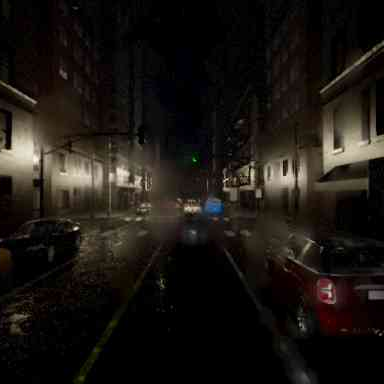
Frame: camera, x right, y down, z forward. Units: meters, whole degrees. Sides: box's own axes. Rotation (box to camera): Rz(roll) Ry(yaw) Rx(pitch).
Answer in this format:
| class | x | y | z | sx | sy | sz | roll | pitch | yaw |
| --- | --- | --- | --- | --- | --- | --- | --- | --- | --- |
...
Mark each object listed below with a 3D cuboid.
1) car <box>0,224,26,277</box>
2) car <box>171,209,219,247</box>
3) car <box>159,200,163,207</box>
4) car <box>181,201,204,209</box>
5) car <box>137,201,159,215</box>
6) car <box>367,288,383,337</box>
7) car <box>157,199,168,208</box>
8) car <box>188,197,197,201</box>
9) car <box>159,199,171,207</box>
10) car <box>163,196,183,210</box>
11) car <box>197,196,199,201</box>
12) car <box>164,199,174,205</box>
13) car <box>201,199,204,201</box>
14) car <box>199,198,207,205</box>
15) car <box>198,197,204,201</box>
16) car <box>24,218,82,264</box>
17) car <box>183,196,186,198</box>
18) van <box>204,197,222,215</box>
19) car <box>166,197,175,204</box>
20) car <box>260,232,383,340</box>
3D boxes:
| class | x | y | z | sx | sy | sz | roll | pitch | yaw |
| --- | --- | --- | --- | --- | --- | --- | --- | --- | --- |
| car | -5.391 | 1.591 | 6.471 | 1.752 | 1.417 | 4.829 | 0 | -1 | 0 |
| car | 0.076 | 1.717 | 15.868 | 1.994 | 1.385 | 4.181 | 0 | 0 | 0 |
| car | -5.418 | 1.977 | 44.920 | 1.887 | 1.381 | 4.507 | 0 | -1 | 0 |
| car | 0.075 | 1.954 | 36.928 | 1.895 | 1.301 | 4.718 | 0 | -1 | 0 |
| car | -5.414 | 1.929 | 39.239 | 2.008 | 1.369 | 4.403 | 0 | -1 | 0 |
| car | 2.637 | 1.593 | 1.136 | 1.802 | 1.307 | 4.206 | 0 | -1 | 0 |
| car | -5.430 | 2.114 | 61.796 | 1.752 | 1.417 | 4.829 | 0 | -1 | 0 |
| car | -0.049 | 2.273 | 72.325 | 1.895 | 1.301 | 4.718 | 0 | -1 | 0 |
| car | -5.433 | 2.207 | 67.647 | 1.947 | 1.339 | 4.313 | 0 | -1 | 0 |
| car | -2.854 | 1.834 | 50.414 | 2.097 | 1.767 | 4.553 | 0 | 0 | 0 |
| car | 2.592 | 1.952 | 67.661 | 2.192 | 1.841 | 5.009 | 0 | -1 | 0 |
| car | -5.441 | 2.307 | 79.010 | 1.947 | 1.339 | 4.313 | 0 | -1 | 0 |
| car | 2.603 | 2.064 | 50.615 | 1.802 | 1.307 | 4.206 | 0 | -1 | 0 |
| car | 2.584 | 2.177 | 79.022 | 1.967 | 1.590 | 4.097 | 0 | -1 | 0 |
| car | 2.596 | 2.169 | 61.977 | 1.802 | 1.307 | 4.206 | 0 | -1 | 0 |
| car | -5.395 | 1.671 | 12.159 | 2.008 | 1.369 | 4.403 | 0 | -1 | 0 |
| car | -2.800 | 2.131 | 66.400 | 2.128 | 1.511 | 4.902 | 0 | 0 | 0 |
| van | 2.611 | 1.715 | 39.255 | 1.690 | 1.788 | 3.998 | 0 | -1 | 0 |
| car | -5.445 | 2.106 | 84.694 | 2.192 | 1.841 | 5.009 | 0 | -1 | 0 |
| car | 2.633 | 1.504 | 6.656 | 1.967 | 1.590 | 4.097 | 0 | -1 | 0 |
